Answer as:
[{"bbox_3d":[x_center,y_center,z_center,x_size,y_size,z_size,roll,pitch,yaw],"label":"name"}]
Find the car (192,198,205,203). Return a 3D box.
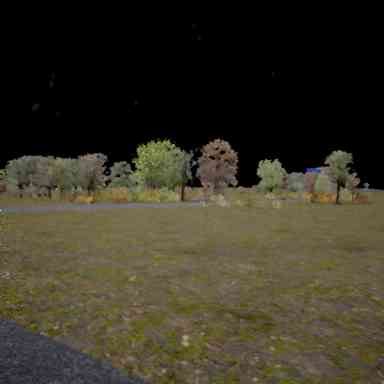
[{"bbox_3d":[1.829,2.409,95.283,1.837,1.490,4.892,1,0,36],"label":"car"}]
